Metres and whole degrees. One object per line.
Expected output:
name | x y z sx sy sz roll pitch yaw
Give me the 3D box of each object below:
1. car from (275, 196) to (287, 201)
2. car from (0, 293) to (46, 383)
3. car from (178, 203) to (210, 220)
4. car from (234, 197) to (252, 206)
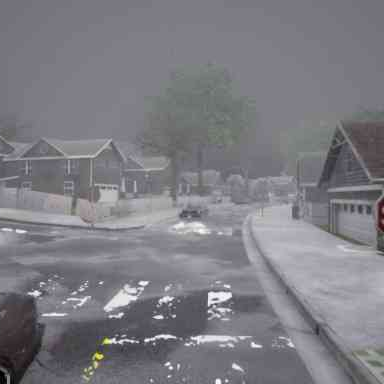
car | 20.905 1.529 77.510 2.097 1.767 4.553 -1 -1 34
car | -2.718 1.555 1.724 2.033 1.411 5.357 0 0 1
car | 0.234 1.582 27.756 1.895 1.301 4.718 0 0 12
car | 8.338 1.524 53.957 2.033 1.411 5.357 0 0 22
